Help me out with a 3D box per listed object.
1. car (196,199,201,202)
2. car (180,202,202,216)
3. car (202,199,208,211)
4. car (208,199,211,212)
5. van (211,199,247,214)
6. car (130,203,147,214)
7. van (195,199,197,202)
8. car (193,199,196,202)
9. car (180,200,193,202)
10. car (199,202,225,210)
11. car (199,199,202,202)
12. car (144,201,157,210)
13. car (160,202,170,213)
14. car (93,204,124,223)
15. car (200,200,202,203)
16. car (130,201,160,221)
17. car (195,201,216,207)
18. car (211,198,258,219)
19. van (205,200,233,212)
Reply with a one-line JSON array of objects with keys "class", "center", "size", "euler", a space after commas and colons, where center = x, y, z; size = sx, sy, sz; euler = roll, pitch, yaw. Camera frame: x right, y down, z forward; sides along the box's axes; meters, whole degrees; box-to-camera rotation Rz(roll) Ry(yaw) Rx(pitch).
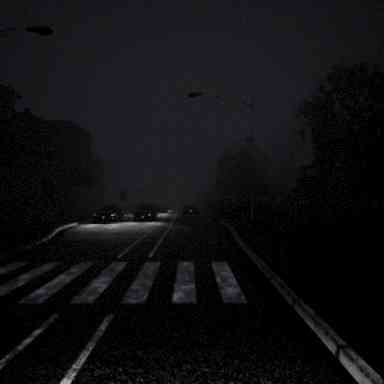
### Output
[{"class": "car", "center": [4.125, 2.750, 65.844], "size": [5.366, 1.575, 1.946], "euler": [1, -1, -22]}, {"class": "car", "center": [-0.183, 2.207, 40.757], "size": [1.994, 1.385, 4.181], "euler": [0, -2, -2]}, {"class": "car", "center": [4.839, 2.071, 48.166], "size": [5.566, 2.045, 2.435], "euler": [1, -2, -22]}, {"class": "car", "center": [5.126, 1.751, 36.307], "size": [5.566, 2.045, 2.435], "euler": [1, -1, -22]}, {"class": "van", "center": [5.000, 2.021, 45.243], "size": [4.442, 1.987, 1.878], "euler": [1, -2, -22]}, {"class": "car", "center": [-7.488, 2.343, 46.997], "size": [1.812, 1.442, 4.674], "euler": [0, -2, -1]}, {"class": "van", "center": [3.805, 2.849, 80.812], "size": [4.442, 1.987, 1.878], "euler": [1, -2, -23]}, {"class": "car", "center": [3.535, 3.131, 83.725], "size": [5.008, 1.535, 2.097], "euler": [1, -2, -23]}, {"class": "car", "center": [-1.340, 3.066, 74.875], "size": [1.895, 1.301, 4.718], "euler": [0, -1, -2]}, {"class": "car", "center": [4.206, 2.824, 68.884], "size": [4.892, 1.521, 2.231], "euler": [1, -1, -22]}, {"class": "car", "center": [4.558, 2.689, 63.015], "size": [5.366, 1.575, 1.946], "euler": [1, -2, -22]}, {"class": "car", "center": [-7.919, 2.584, 63.792], "size": [2.097, 1.767, 4.553], "euler": [0, -1, -1]}, {"class": "car", "center": [-4.762, 2.490, 50.022], "size": [1.895, 1.301, 4.718], "euler": [0, -1, -1]}, {"class": "car", "center": [-6.947, 1.808, 28.113], "size": [1.837, 1.490, 4.892], "euler": [0, -2, -2]}, {"class": "car", "center": [4.494, 2.648, 59.996], "size": [4.792, 1.488, 2.163], "euler": [1, -2, -22]}, {"class": "car", "center": [-4.231, 1.867, 30.554], "size": [1.837, 1.490, 4.892], "euler": [0, 0, -2]}, {"class": "car", "center": [3.547, 3.188, 86.763], "size": [5.366, 1.575, 1.946], "euler": [1, -1, -24]}, {"class": "car", "center": [5.257, 1.671, 33.382], "size": [5.566, 2.045, 2.435], "euler": [1, -2, -21]}, {"class": "van", "center": [4.660, 2.323, 57.078], "size": [4.442, 1.987, 1.878], "euler": [1, -2, -22]}]
